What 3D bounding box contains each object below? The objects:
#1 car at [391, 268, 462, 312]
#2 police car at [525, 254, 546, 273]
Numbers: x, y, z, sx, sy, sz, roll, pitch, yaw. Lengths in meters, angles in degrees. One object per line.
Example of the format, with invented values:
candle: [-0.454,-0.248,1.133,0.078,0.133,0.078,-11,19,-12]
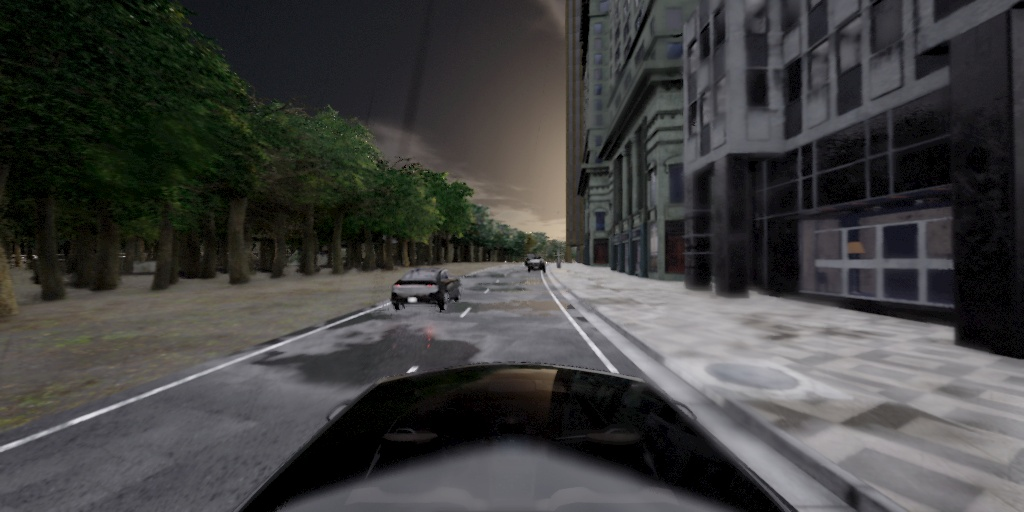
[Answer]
car: [-3.200,1.215,14.158,2.128,1.511,4.902,0,0,1]
police car: [2.687,0.950,39.077,1.930,1.638,5.238,0,1,4]
